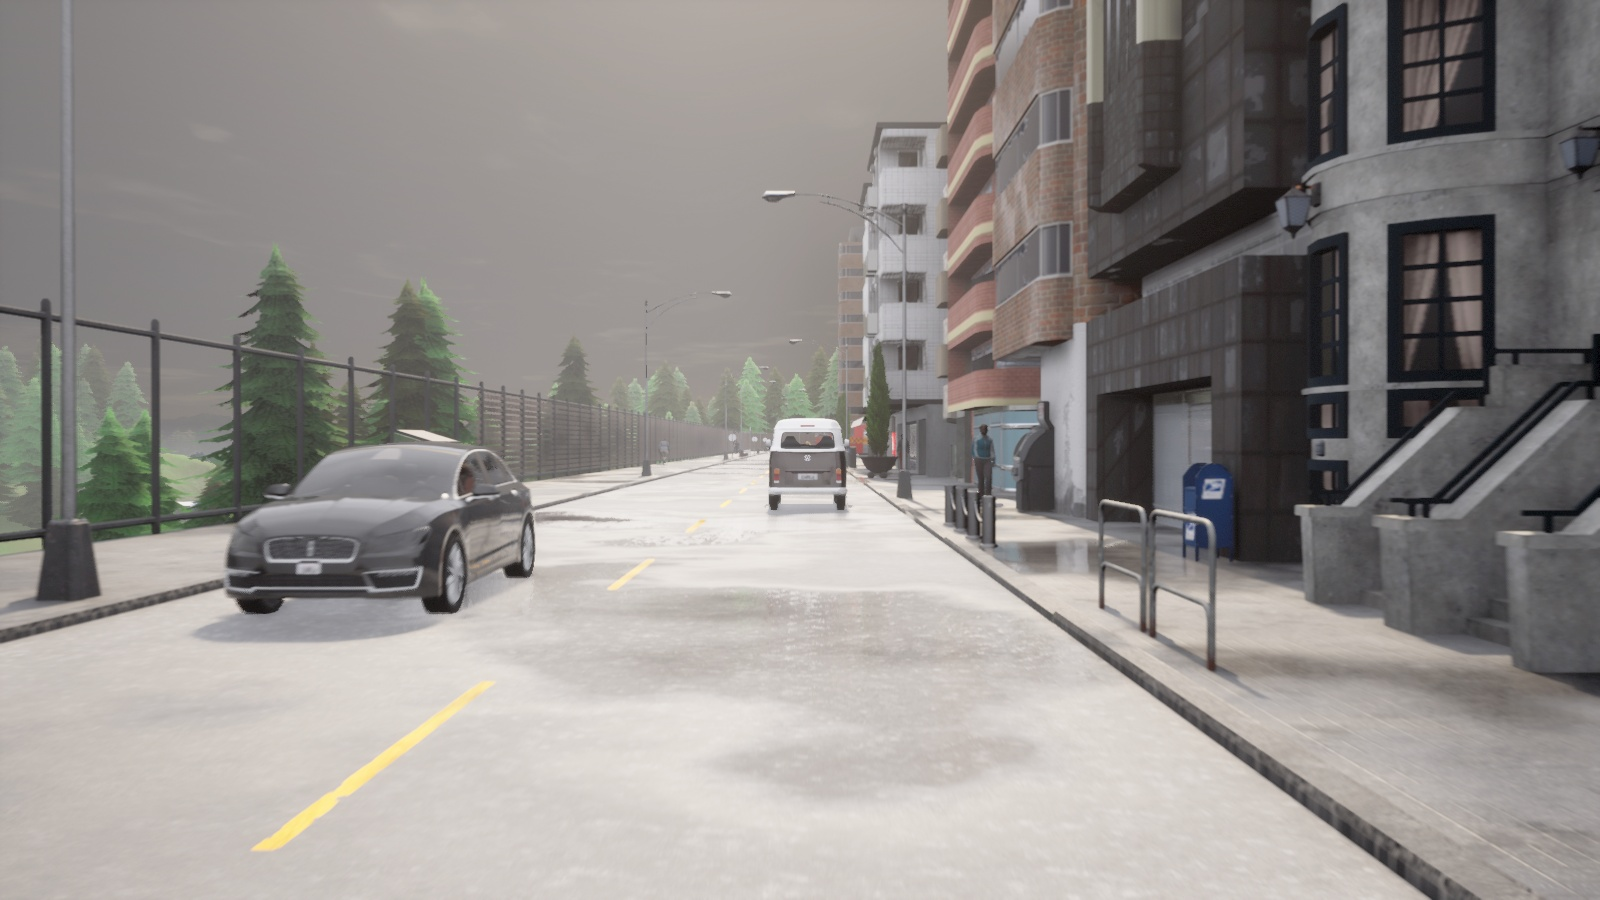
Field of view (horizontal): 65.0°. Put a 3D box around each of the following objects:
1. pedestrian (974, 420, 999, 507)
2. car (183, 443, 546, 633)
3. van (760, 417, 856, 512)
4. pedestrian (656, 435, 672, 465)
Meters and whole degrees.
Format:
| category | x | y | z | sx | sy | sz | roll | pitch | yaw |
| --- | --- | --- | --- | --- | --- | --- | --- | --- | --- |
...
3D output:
| category | x | y | z | sx | sy | sz | roll | pitch | yaw |
| --- | --- | --- | --- | --- | --- | --- | --- | --- | --- |
| pedestrian | 4.212 | 0.296 | 28.419 | 0.396 | 1.930 | 0.692 | 0 | 0 | -5 |
| car | -3.915 | 0.679 | 12.308 | 1.837 | 1.490 | 4.892 | 0 | 0 | 0 |
| van | 0.179 | 0.305 | 29.315 | 2.069 | 2.038 | 4.480 | 0 | 0 | 0 |
| pedestrian | -8.705 | -0.002 | 80.178 | 0.874 | 1.855 | 0.900 | 0 | 0 | 3 |
